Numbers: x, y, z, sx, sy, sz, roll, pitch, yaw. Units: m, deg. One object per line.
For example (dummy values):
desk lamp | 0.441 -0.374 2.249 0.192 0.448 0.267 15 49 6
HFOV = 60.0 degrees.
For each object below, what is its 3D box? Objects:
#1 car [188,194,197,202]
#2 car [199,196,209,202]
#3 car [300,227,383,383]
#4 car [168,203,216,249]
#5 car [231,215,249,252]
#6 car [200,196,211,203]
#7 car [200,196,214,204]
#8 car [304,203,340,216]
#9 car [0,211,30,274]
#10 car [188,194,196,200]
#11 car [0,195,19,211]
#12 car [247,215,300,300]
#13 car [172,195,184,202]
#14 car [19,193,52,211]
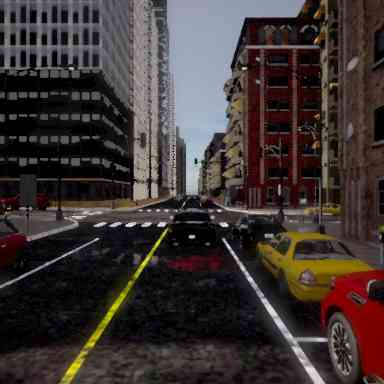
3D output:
car | 0.001 1.513 74.571 1.895 1.301 4.718 0 0 0
car | 2.692 1.584 74.255 2.008 1.369 4.403 0 0 0
car | 2.692 1.314 2.301 2.192 1.841 5.009 0 0 0
car | 0.000 1.487 14.650 1.882 1.535 5.008 0 0 0
car | 2.691 1.567 13.666 1.947 1.339 4.313 0 0 0
car | 2.691 1.579 68.607 2.008 1.369 4.403 0 0 0
car | 2.741 1.600 55.690 1.802 1.307 4.206 0 0 0
car | 14.642 1.839 36.007 4.829 1.417 1.752 1 -1 0
car | -5.689 1.440 7.982 1.967 1.590 4.097 0 0 0
car | 0.001 1.356 88.291 1.882 1.535 5.008 0 0 0
car | -17.559 1.011 27.351 5.009 1.841 2.192 1 -1 0
car | 2.691 1.525 8.154 1.752 1.417 4.829 0 0 0
car | -3.001 1.556 78.934 2.128 1.511 4.902 0 0 0
car | -17.694 1.032 35.729 5.009 1.841 2.192 1 -1 0
